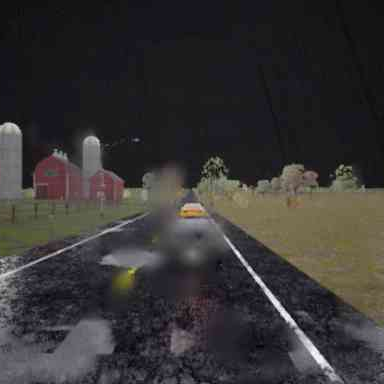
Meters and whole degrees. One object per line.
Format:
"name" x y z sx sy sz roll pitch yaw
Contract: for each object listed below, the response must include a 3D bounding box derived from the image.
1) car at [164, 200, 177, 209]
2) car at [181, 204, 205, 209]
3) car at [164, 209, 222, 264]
"car" -3.542 2.036 54.839 1.994 1.385 4.181 0 -1 1
"car" 0.057 1.731 28.463 1.882 1.535 5.008 0 0 0
"car" 0.048 1.619 12.329 1.837 1.490 4.892 0 0 1
